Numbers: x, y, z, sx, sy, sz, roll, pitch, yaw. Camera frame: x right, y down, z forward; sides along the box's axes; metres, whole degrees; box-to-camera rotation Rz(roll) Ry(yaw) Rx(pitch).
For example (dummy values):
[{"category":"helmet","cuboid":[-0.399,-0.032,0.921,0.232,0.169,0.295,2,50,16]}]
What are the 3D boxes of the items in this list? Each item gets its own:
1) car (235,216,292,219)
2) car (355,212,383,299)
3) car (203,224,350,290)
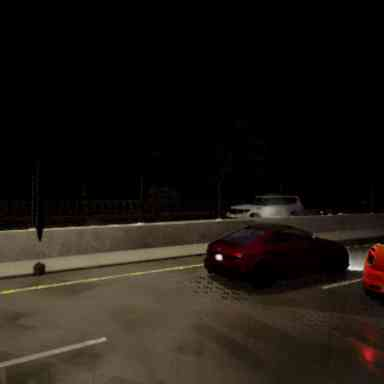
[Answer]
[{"category":"car","cuboid":[5.107,1.244,22.768,5.566,2.045,2.150,0,0,-25]},{"category":"car","cuboid":[5.809,1.378,7.093,4.553,1.767,2.097,0,0,-30]},{"category":"car","cuboid":[2.382,1.574,9.150,4.181,1.385,1.994,0,0,-31]}]
